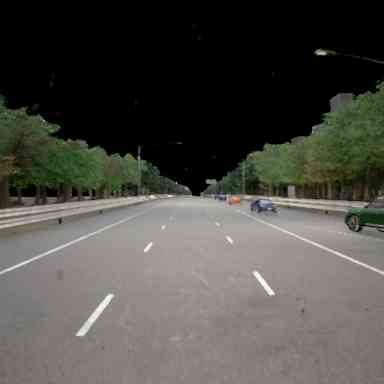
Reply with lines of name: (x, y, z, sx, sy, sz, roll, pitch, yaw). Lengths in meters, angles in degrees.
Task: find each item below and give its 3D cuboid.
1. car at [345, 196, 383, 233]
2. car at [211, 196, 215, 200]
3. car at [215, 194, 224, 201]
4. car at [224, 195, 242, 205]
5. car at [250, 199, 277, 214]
car: (10.261, 1.202, 16.673, 2.150, 2.045, 5.566, 0, 0, -14)
car: (7.129, 1.474, 94.003, 1.837, 1.490, 4.892, 0, 0, 0)
car: (7.054, 1.364, 77.010, 1.882, 1.535, 5.008, 0, 0, 0)
car: (6.997, 1.232, 55.497, 2.097, 1.767, 4.553, 0, 0, 0)
car: (7.380, 1.458, 34.631, 1.812, 1.442, 4.674, 0, 0, -4)
